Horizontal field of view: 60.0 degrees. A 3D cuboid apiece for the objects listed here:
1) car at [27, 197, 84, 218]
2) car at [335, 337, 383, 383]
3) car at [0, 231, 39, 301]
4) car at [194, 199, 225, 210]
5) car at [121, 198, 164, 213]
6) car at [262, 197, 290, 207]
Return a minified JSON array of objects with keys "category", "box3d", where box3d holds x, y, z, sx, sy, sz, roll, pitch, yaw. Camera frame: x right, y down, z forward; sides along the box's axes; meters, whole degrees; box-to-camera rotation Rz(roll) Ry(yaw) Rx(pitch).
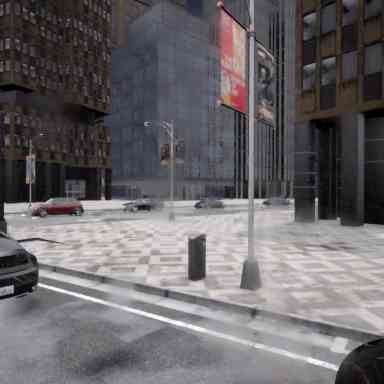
[{"category":"car","box3d":[-12.093,1.292,29.653,4.553,1.767,2.097,0,0,-41]},{"category":"car","box3d":[3.244,1.478,1.342,5.008,1.535,1.882,0,0,36]},{"category":"car","box3d":[-5.311,1.503,7.243,4.892,1.490,1.837,0,0,34]},{"category":"car","box3d":[2.213,1.517,42.193,4.181,1.385,1.994,0,0,-41]},{"category":"car","box3d":[-5.234,1.437,35.674,4.902,1.511,2.128,0,0,-41]},{"category":"car","box3d":[13.158,1.520,51.706,5.357,1.411,2.033,0,0,-41]}]
